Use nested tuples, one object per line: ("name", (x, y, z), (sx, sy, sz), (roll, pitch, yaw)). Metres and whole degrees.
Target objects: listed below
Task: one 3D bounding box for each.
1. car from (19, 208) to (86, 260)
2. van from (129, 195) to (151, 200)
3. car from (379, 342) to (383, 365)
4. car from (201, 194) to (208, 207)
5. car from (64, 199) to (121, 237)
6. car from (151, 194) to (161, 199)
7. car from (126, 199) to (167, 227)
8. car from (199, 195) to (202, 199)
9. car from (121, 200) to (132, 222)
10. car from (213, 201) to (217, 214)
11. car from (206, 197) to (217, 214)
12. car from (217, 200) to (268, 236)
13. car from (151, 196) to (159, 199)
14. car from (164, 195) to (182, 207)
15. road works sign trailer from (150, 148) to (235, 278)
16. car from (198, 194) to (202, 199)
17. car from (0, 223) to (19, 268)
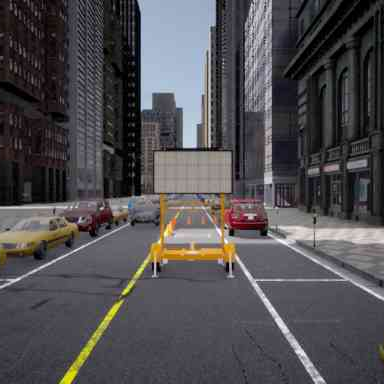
("car", (-5.733, 1.524, 12.440), (1.752, 1.417, 4.829), (0, 0, 0))
("van", (-5.674, 1.345, 35.173), (1.690, 1.788, 3.998), (0, 0, 0))
("car", (2.764, 1.525, 1.484), (1.752, 1.417, 4.829), (0, 0, 0))
("car", (2.895, 1.456, 52.077), (1.967, 1.590, 4.097), (0, 0, 0))
("car", (-5.718, 1.314, 18.250), (2.192, 1.841, 5.009), (0, 0, 0))
("car", (-5.645, 1.326, 46.454), (2.192, 1.841, 5.009), (0, 0, 0))
("car", (-3.040, 1.505, 23.057), (1.837, 1.490, 4.892), (0, 0, 0))
("car", (2.925, 1.590, 63.359), (1.947, 1.339, 4.313), (0, 0, 0))
("car", (-5.703, 1.526, 23.721), (1.752, 1.417, 4.829), (0, 0, 0))
("car", (2.822, 1.551, 23.876), (2.008, 1.369, 4.403), (0, 0, 0))
("car", (2.852, 1.555, 35.157), (2.008, 1.369, 4.403), (0, 0, 0))
("car", (2.807, 1.314, 18.235), (2.192, 1.841, 5.009), (0, 0, 0))
("car", (-5.659, 1.558, 40.813), (2.008, 1.369, 4.403), (0, 0, 0))
("car", (-2.865, 1.616, 51.542), (1.895, 1.301, 4.718), (0, 0, 0))
("road works sign trailer", (0.026, 0.463, 10.151), (2.380, 3.560, 2.880), (0, 0, 0))
("car", (2.969, 1.583, 80.281), (1.887, 1.381, 4.507), (0, 0, 0))
("car", (-5.748, 1.524, 6.799), (1.752, 1.417, 4.829), (0, 0, 0))
